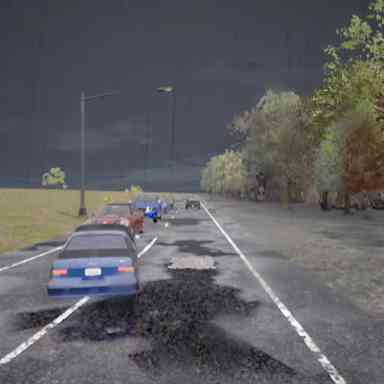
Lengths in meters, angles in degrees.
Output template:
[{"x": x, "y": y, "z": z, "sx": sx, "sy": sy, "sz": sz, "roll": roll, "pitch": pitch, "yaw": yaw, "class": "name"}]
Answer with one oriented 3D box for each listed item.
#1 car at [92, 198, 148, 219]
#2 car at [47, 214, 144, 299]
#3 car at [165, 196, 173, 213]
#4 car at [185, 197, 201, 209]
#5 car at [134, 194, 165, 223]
[{"x": -3.660, "y": 1.347, "z": 16.190, "sx": 2.097, "sy": 1.767, "sz": 4.553, "roll": 0, "pitch": 0, "yaw": 1, "class": "car"}, {"x": -2.353, "y": 1.545, "z": 8.708, "sx": 2.033, "sy": 1.411, "sz": 5.357, "roll": 0, "pitch": 0, "yaw": -11, "class": "car"}, {"x": -3.569, "y": 1.338, "z": 35.859, "sx": 2.097, "sy": 1.767, "sz": 4.553, "roll": 0, "pitch": 0, "yaw": 0, "class": "car"}, {"x": 0.089, "y": 1.485, "z": 43.873, "sx": 1.837, "sy": 1.490, "sz": 4.892, "roll": 0, "pitch": 0, "yaw": -1, "class": "car"}, {"x": -3.586, "y": 1.213, "z": 25.855, "sx": 2.150, "sy": 2.045, "sz": 5.566, "roll": 0, "pitch": 0, "yaw": -1, "class": "car"}]
